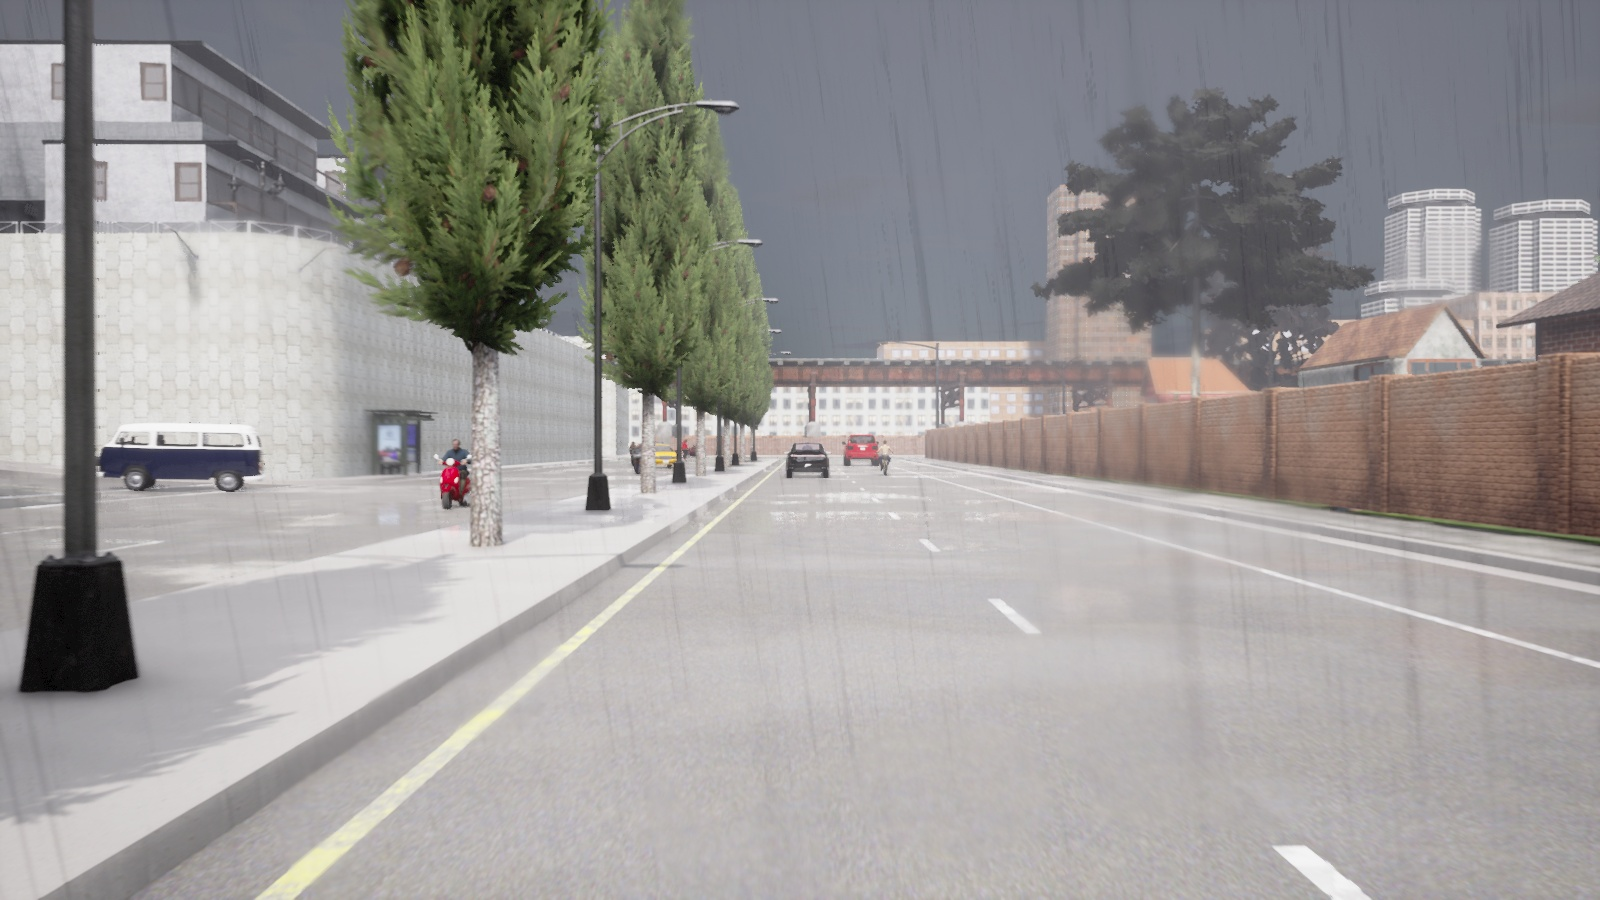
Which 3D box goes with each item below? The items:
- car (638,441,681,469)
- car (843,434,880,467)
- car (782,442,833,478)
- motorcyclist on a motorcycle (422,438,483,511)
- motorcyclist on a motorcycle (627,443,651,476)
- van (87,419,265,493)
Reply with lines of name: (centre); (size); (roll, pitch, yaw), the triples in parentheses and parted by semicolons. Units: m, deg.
car: (-8.187, 0.267, 73.042); (1.801, 1.575, 5.366); (0, 0, -14)
car: (3.982, 0.006, 82.083); (2.150, 2.045, 5.566); (0, 0, 0)
car: (0.327, 0.394, 54.754); (2.128, 1.511, 4.902); (0, 0, 0)
motorcyclist on a motorcycle: (-7.823, 0.528, 28.378); (0.866, 1.590, 1.817); (0, 0, 0)
motorcyclist on a motorcycle: (-7.646, 0.439, 59.639); (0.866, 1.530, 2.191); (0, 0, 0)
van: (-18.571, 0.173, 37.595); (4.480, 2.038, 2.069); (2, 1, -19)
